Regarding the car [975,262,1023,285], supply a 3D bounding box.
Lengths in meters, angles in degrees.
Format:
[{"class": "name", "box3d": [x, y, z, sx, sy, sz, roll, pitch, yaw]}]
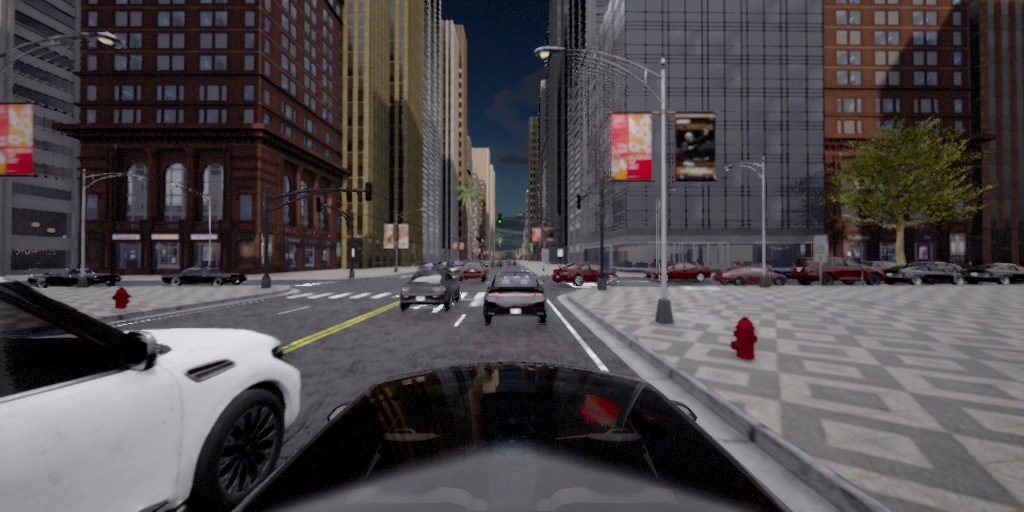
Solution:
[{"class": "car", "box3d": [32.231, 1.222, 23.418, 4.313, 1.339, 1.948, 0, 0, -1]}]

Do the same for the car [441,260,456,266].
[{"class": "car", "box3d": [-6.593, 1.401, 42.429, 2.128, 1.511, 4.902, 0, 0, 0]}]

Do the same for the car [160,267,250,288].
[{"class": "car", "box3d": [-21.453, 1.483, 25.185, 4.718, 1.301, 1.895, 0, -1, 0]}]

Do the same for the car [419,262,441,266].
[{"class": "car", "box3d": [-9.833, 1.434, 42.154, 1.812, 1.442, 4.674, 0, 0, 0]}]

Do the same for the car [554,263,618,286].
[{"class": "car", "box3d": [5.239, 1.246, 25.344, 5.008, 1.535, 1.882, 0, -3, -29]}]

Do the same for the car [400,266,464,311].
[{"class": "car", "box3d": [-3.225, 1.301, 14.593, 1.812, 1.442, 4.674, 0, 0, -2]}]

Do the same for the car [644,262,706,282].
[{"class": "car", "box3d": [13.270, 1.254, 28.911, 5.008, 1.535, 1.882, 0, -1, -2]}]

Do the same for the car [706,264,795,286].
[{"class": "car", "box3d": [15.319, 1.290, 23.157, 4.207, 1.307, 1.802, 0, 0, -1]}]

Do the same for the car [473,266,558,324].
[{"class": "car", "box3d": [0.101, 1.260, 11.943, 2.128, 1.511, 4.902, 0, 0, 0]}]

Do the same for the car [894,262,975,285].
[{"class": "car", "box3d": [26.594, 1.238, 23.331, 4.313, 1.339, 1.948, 0, 0, -1]}]

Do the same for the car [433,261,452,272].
[{"class": "car", "box3d": [-9.822, 1.484, 51.077, 1.812, 1.442, 4.674, 0, 0, 0]}]

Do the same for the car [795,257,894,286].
[{"class": "car", "box3d": [20.957, 1.003, 23.244, 5.009, 1.841, 2.192, 0, 0, -1]}]

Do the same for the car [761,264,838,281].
[{"class": "car", "box3d": [23.187, 1.344, 29.050, 4.718, 1.301, 1.895, 0, -1, -1]}]

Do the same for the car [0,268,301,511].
[{"class": "car", "box3d": [-3.152, 0.965, 1.153, 2.150, 2.045, 5.566, 0, -1, 0]}]

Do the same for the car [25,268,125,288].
[{"class": "car", "box3d": [-30.578, 1.524, 25.194, 4.718, 1.301, 1.895, 0, -1, 0]}]

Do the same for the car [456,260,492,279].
[{"class": "car", "box3d": [-3.150, 1.196, 30.556, 2.097, 1.767, 4.553, 0, -1, 0]}]
